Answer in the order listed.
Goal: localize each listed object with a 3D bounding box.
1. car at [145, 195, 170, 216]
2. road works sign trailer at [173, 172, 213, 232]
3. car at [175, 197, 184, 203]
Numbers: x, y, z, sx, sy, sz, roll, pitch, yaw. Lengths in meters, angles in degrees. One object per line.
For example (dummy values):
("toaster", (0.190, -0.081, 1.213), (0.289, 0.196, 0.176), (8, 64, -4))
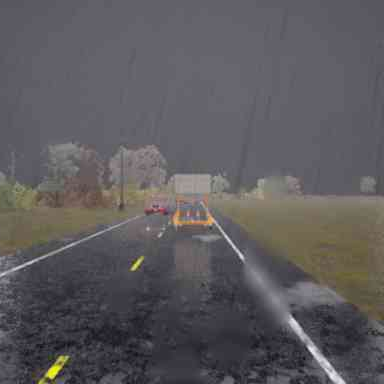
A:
("car", (-3.479, 1.365, 34.561), (2.150, 2.045, 5.566), (0, 0, 0))
("road works sign trailer", (0.055, 0.549, 20.634), (2.380, 3.560, 2.880), (0, 0, -1))
("car", (-2.937, 1.877, 76.208), (1.895, 1.301, 4.718), (0, 0, 1))
